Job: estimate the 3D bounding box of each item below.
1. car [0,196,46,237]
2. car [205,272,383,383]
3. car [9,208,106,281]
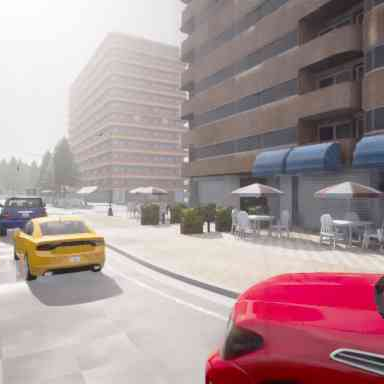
[{"bbox_3d":[-9.380,1.221,18.541,2.150,2.045,5.566,0,0,-29],"label":"car"},{"bbox_3d":[2.802,1.221,2.123,5.566,2.045,2.150,0,0,33],"label":"car"},{"bbox_3d":[-4.196,1.478,10.117,1.882,1.535,5.008,0,0,-33],"label":"car"}]
